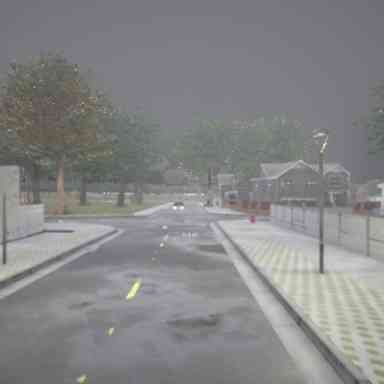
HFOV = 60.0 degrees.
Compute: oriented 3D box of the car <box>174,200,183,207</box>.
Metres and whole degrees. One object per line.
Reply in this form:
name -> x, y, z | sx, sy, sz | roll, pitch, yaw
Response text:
car -> -2.757, 2.357, 68.609 | 1.895, 1.301, 4.718 | 0, -1, 0
